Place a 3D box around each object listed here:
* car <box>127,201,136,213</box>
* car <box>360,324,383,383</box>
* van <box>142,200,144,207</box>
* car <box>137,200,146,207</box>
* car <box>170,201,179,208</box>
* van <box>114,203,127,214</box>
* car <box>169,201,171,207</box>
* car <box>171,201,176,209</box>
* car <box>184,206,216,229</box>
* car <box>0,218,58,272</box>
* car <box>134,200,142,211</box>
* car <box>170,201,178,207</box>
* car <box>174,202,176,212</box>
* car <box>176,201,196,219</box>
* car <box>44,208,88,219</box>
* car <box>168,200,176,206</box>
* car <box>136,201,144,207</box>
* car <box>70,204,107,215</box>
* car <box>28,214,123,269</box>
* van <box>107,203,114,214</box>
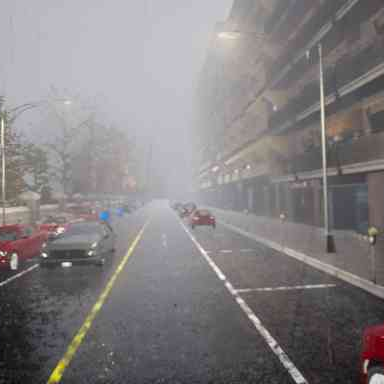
[{"bbox_3d":[-10.218,2.594,51.325,1.947,1.339,4.313,-2,-1,-5],"label":"car"},{"bbox_3d":[2.690,1.485,1.627,1.887,1.381,4.507,-2,-1,-5],"label":"car"},{"bbox_3d":[-12.254,2.764,73.753,1.690,1.788,3.998,-2,-1,-5],"label":"van"},{"bbox_3d":[-13.776,3.043,90.576,2.192,1.841,5.009,-2,-1,-5],"label":"car"},{"bbox_3d":[-3.921,2.707,74.680,1.752,1.417,4.829,-2,-1,-5],"label":"car"},{"bbox_3d":[-9.211,2.177,40.115,1.690,1.788,3.998,-2,-1,-5],"label":"van"},{"bbox_3d":[-2.894,2.419,63.298,1.967,1.590,4.097,-2,-1,-5],"label":"car"},{"bbox_3d":[-1.876,2.349,52.085,1.947,1.339,4.313,-2,-1,-5],"label":"car"},{"bbox_3d":[0.661,1.888,24.050,1.802,1.307,4.206,-2,-1,-5],"label":"car"},{"bbox_3d":[-6.667,1.906,12.080,1.887,1.381,4.507,-2,-1,-5],"label":"car"},{"bbox_3d":[-11.240,2.538,62.541,2.192,1.841,5.009,-2,-1,-5],"label":"car"},{"bbox_3d":[-4.412,2.862,80.116,1.802,1.307,4.206,-2,-1,-5],"label":"car"},{"bbox_3d":[-0.861,2.174,40.871,1.802,1.307,4.206,-2,-1,-5],"label":"car"},{"bbox_3d":[-0.358,1.937,35.266,1.967,1.590,4.097,-2,-1,-5],"label":"car"},{"bbox_3d":[-7.177,1.895,17.686,1.967,1.590,4.097,-2,-1,-5],"label":"car"},{"bbox_3d":[-5.427,3.049,91.331,1.947,1.339,4.313,-2,-1,-5],"label":"car"},{"bbox_3d":[-13.262,3.171,84.964,1.887,1.381,4.507,-2,-1,-5],"label":"car"},{"bbox_3d":[-7.690,1.865,23.295,2.192,1.841,5.009,-2,-1,-5],"label":"car"},{"bbox_3d":[-4.018,1.836,12.679,2.033,1.411,5.357,-2,-1,-5],"label":"car"},{"bbox_3d":[-8.196,1.987,28.901,1.690,1.788,3.998,-2,-1,-5],"label":"van"}]
